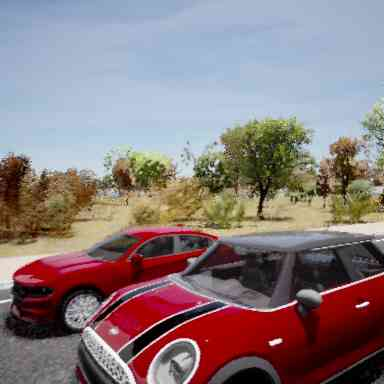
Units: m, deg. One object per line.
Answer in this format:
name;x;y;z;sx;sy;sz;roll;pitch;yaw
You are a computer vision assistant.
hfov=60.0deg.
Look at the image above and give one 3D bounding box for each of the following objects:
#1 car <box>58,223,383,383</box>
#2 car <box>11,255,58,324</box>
car;0.939;1.357;4.311;4.553;1.767;2.097;0;0;-35
car;-0.944;1.480;6.964;5.008;1.535;1.882;0;0;-35
